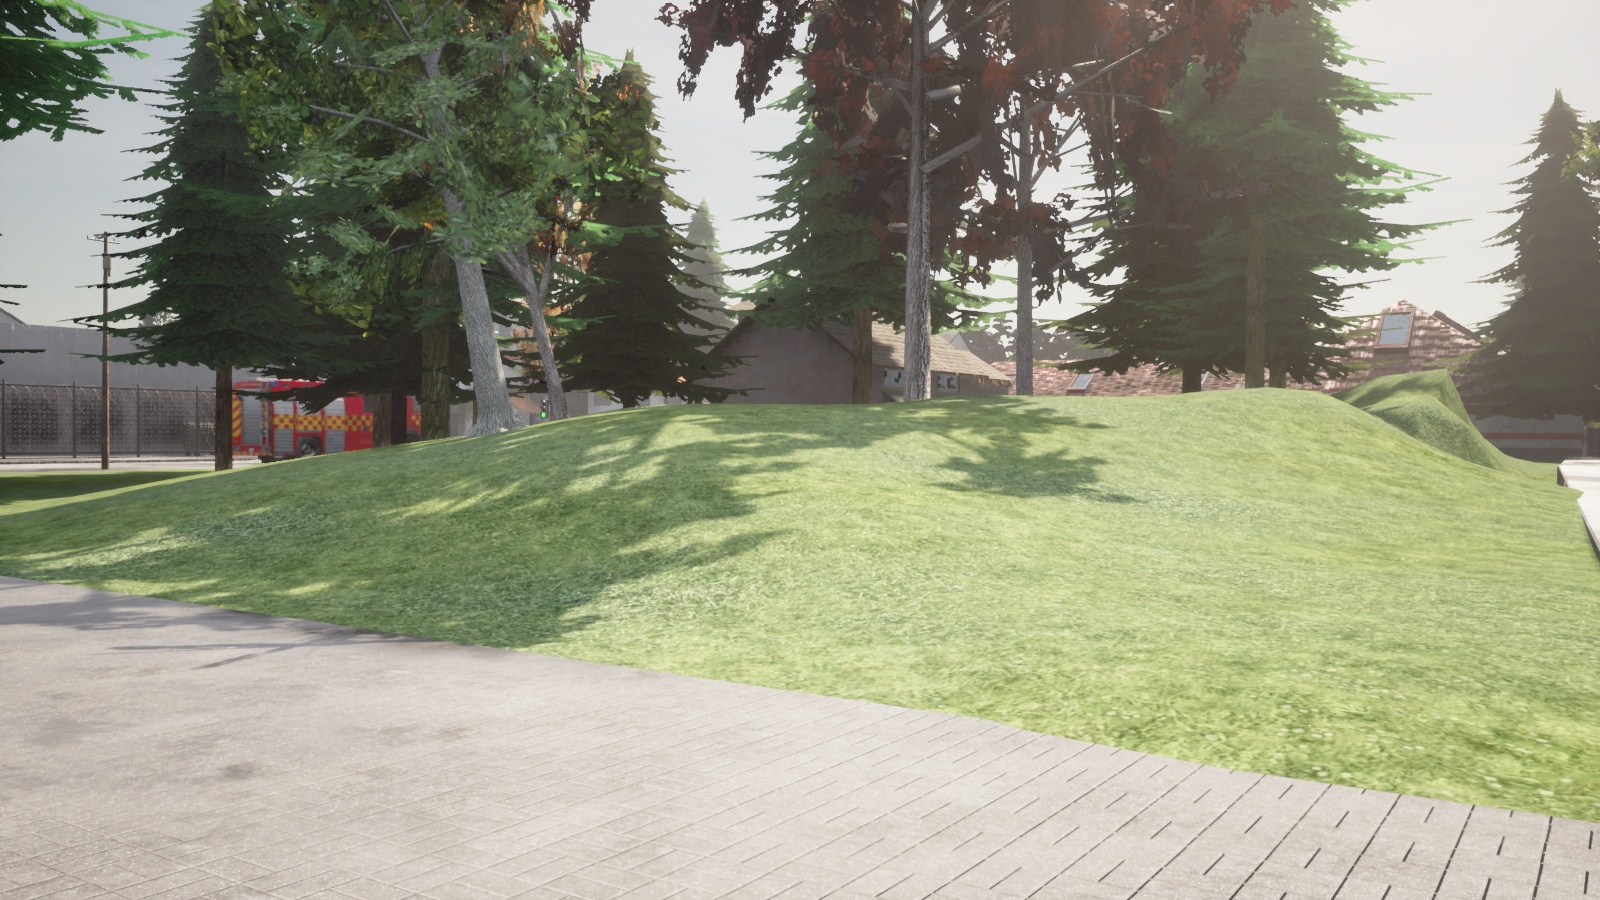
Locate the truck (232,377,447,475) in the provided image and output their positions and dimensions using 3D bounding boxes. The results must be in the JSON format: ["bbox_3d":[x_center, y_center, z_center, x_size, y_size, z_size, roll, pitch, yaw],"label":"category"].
[{"bbox_3d":[-19.343,-0.987,53.366,2.891,3.827,8.468,0,1,34],"label":"truck"}]
